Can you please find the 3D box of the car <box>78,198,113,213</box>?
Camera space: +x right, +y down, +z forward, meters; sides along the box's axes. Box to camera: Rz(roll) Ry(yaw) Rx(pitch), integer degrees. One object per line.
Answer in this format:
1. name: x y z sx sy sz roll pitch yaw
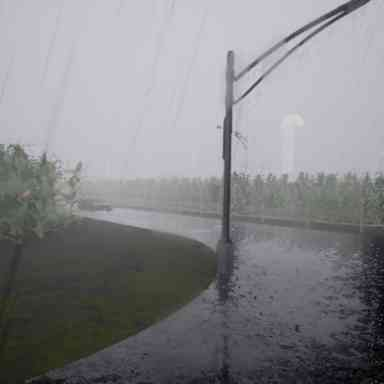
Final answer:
1. car: -9.762 1.283 33.297 2.033 1.411 5.357 2 -1 -38
